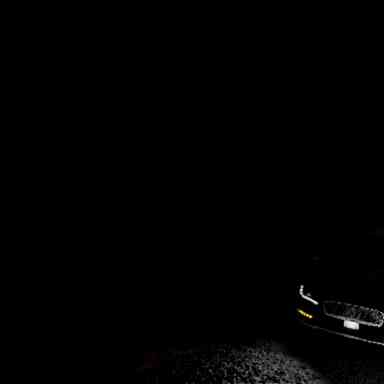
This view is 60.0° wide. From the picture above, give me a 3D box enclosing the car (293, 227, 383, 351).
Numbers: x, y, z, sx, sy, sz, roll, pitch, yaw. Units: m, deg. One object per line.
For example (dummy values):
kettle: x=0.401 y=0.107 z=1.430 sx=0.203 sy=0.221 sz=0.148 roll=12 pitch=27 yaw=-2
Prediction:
car: x=3.506 y=1.508 z=6.392 sx=1.837 sy=1.490 sz=4.892 roll=2 pitch=1 yaw=35
